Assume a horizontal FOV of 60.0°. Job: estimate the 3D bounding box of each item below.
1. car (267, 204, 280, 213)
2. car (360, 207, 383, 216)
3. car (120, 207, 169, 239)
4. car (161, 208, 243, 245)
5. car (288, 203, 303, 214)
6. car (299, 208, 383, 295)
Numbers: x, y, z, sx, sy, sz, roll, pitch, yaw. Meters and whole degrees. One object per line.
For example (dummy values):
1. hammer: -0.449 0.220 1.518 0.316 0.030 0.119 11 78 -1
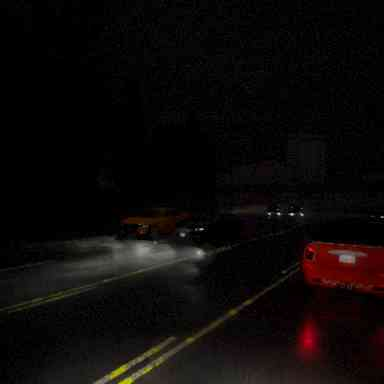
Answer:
1. car: 13.753 2.816 56.256 1.837 1.490 4.892 1 -2 11
2. car: 27.016 2.940 50.295 1.895 1.301 4.718 1 -3 12
3. car: -1.866 1.625 18.809 1.882 1.535 5.008 0 -1 32
4. car: 0.900 1.640 16.656 2.128 1.511 4.902 0 -1 32
5. car: 16.933 2.651 54.433 2.097 1.767 4.553 1 -3 12
6. car: 4.448 1.459 8.817 2.097 1.767 4.553 0 -1 33
